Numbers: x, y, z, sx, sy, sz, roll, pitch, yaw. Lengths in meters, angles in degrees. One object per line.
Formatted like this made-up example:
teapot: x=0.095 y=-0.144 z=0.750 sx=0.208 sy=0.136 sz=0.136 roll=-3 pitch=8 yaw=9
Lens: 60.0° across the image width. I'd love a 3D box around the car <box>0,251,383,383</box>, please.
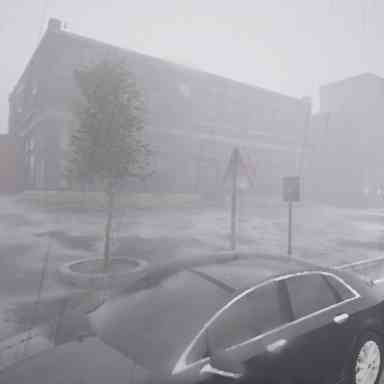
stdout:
car: x=0.263 y=1.503 z=3.554 sx=4.892 sy=1.490 sz=1.837 roll=0 pitch=0 yaw=-35
